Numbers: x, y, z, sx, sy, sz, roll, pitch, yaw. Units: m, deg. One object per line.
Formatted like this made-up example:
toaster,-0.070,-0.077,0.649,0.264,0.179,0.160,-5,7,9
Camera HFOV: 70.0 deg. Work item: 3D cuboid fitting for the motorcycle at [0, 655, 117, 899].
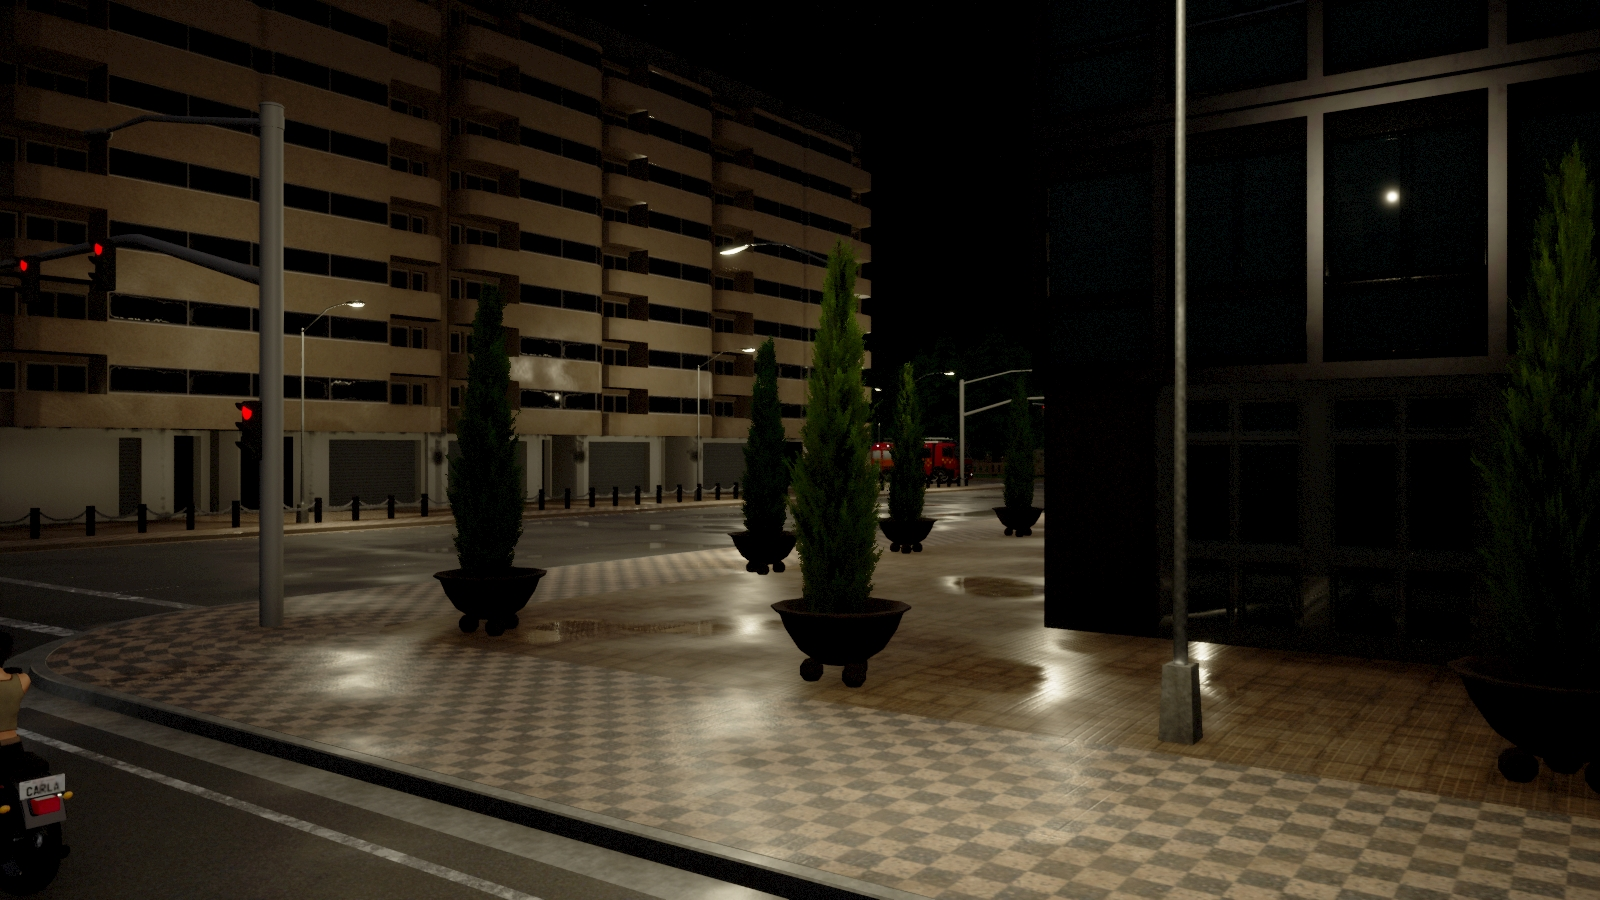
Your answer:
motorcycle,-5.562,2.151,7.682,2.356,1.307,0.764,0,0,35
